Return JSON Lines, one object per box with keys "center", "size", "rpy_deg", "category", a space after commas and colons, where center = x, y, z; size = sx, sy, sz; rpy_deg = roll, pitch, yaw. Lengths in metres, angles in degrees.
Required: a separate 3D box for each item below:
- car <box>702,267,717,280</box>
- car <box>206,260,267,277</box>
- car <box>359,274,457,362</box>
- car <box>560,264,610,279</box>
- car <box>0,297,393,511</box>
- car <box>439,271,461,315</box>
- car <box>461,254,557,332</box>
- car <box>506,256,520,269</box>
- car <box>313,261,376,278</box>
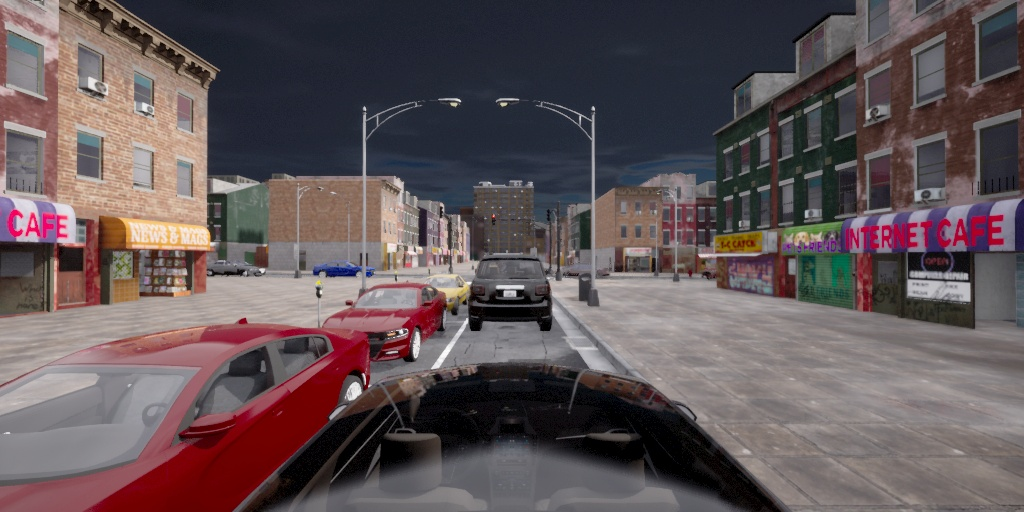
{"center": [20.509, 1.412, 33.926], "size": [4.553, 1.767, 2.097], "rpy_deg": [1, 0, 0], "category": "car"}
{"center": [-23.856, 1.102, 30.792], "size": [4.902, 1.511, 2.128], "rpy_deg": [0, 0, 0], "category": "car"}
{"center": [-2.631, 1.298, 8.235], "size": [1.888, 1.381, 4.507], "rpy_deg": [0, 0, 0], "category": "car"}
{"center": [6.534, 1.418, 34.125], "size": [5.357, 1.411, 2.033], "rpy_deg": [1, 0, 4], "category": "car"}
{"center": [-2.636, 1.295, 2.741], "size": [1.888, 1.381, 4.507], "rpy_deg": [0, 0, 0], "category": "car"}
{"center": [-2.626, 1.283, 13.559], "size": [1.751, 1.417, 4.829], "rpy_deg": [0, 0, 0], "category": "car"}
{"center": [-0.019, 0.976, 11.053], "size": [2.150, 2.045, 5.566], "rpy_deg": [0, 0, 1], "category": "car"}
{"center": [0.140, 1.071, 59.916], "size": [2.150, 2.045, 5.566], "rpy_deg": [0, 0, 0], "category": "car"}
{"center": [-14.357, 1.156, 30.828], "size": [5.008, 1.535, 1.882], "rpy_deg": [0, 0, -1], "category": "car"}
